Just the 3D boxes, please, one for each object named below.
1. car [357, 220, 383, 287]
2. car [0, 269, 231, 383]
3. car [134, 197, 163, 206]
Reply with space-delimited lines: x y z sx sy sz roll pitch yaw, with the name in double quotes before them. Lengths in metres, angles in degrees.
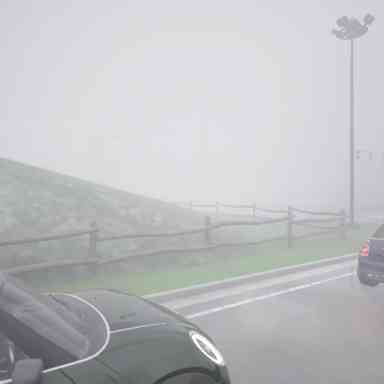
"car" 6.097 1.352 8.144 4.553 1.767 2.097 0 0 -35
"car" -1.852 1.352 2.427 4.553 1.767 2.097 0 0 -35
"car" -6.825 1.526 52.463 4.674 1.442 1.812 0 0 15
